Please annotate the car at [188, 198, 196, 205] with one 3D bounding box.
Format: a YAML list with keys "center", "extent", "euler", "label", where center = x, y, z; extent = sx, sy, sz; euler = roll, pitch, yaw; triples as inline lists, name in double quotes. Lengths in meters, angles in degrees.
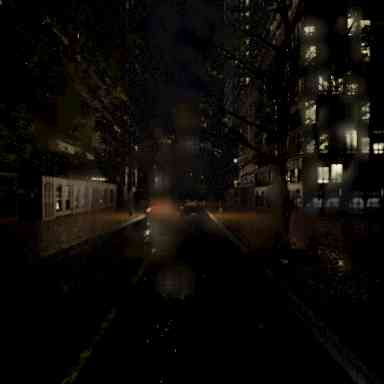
- center: [-0.004, 2.211, 74.690]
  extent: [1.837, 1.490, 4.892]
  euler: [0, -1, 0]
  label: "car"

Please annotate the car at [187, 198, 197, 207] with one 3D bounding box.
- center: [-0.004, 2.169, 64.275]
  extent: [1.882, 1.535, 5.008]
  euler: [0, -1, 0]
  label: "car"

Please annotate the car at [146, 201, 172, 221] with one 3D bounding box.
- center: [-3.016, 1.672, 31.026]
  extent: [2.097, 1.767, 4.553]
  euler: [0, 0, 0]
  label: "car"
